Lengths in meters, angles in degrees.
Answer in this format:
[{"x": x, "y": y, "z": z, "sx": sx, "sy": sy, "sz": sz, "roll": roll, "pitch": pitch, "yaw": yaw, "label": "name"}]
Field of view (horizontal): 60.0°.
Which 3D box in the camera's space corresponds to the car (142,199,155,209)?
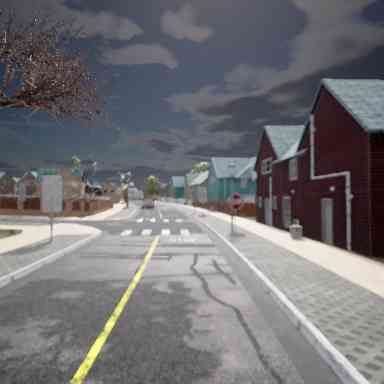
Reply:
[{"x": -7.251, "y": 1.937, "z": 55.166, "sx": 2.097, "sy": 1.767, "sz": 4.553, "roll": 0, "pitch": -1, "yaw": -9, "label": "car"}]
